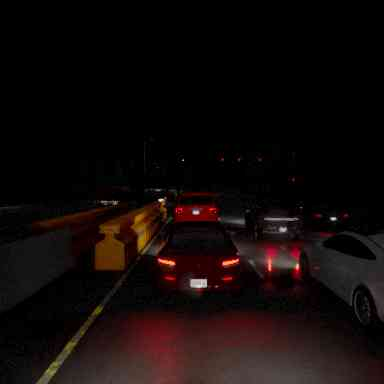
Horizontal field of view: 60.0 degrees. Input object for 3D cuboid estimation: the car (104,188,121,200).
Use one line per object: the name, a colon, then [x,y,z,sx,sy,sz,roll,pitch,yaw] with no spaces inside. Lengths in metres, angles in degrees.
car: [-13.628,0.379,58.020,2.150,2.045,5.566,0,1,1]

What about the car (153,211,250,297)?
car: [0.142,1.431,8.242,1.812,1.442,4.674,0,1,1]

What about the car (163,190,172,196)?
car: [-6.307,0.274,86.212,2.033,1.411,5.357,0,1,0]

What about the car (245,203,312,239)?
car: [3.696,1.282,15.854,2.128,1.511,4.902,0,1,0]

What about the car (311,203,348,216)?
car: [7.221,1.308,18.938,1.994,1.385,4.181,0,1,0]

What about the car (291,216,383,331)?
car: [3.629,1.455,6.606,1.812,1.442,4.674,0,1,0]

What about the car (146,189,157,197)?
car: [-9.855,0.174,80.598,2.097,1.767,4.553,0,1,0]

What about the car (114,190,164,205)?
car: [-6.416,0.898,40.533,5.008,1.535,1.882,0,2,-30]

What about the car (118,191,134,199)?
car: [-13.461,0.553,68.158,2.033,1.411,5.357,0,1,0]

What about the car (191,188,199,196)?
car: [0.725,-0.098,89.976,2.150,2.045,5.566,0,1,0]

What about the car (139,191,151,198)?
car: [-9.942,0.525,70.380,1.994,1.385,4.181,0,1,0]

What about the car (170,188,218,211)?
car: [0.206,0.983,17.839,2.150,2.045,5.566,0,1,1]

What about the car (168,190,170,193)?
car: [-6.397,0.248,75.658,2.097,1.767,4.553,0,1,0]

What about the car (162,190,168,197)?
car: [-6.517,0.534,65.642,2.128,1.511,4.902,0,1,1]
